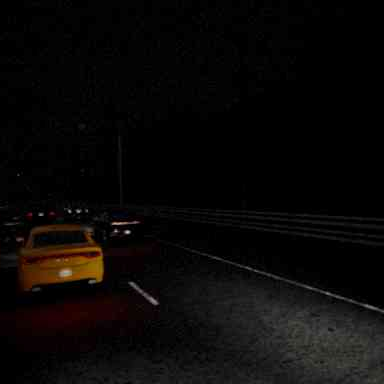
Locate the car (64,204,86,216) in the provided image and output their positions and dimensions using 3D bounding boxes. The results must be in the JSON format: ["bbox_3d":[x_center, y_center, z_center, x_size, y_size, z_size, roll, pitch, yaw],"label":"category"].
[{"bbox_3d":[-11.984,1.986,34.291,2.097,1.767,4.553,-1,-1,-26],"label":"car"}]

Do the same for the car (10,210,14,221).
[{"bbox_3d":[-21.348,2.451,37.469,1.837,1.490,4.892,-1,0,-25],"label":"car"}]

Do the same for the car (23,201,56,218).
[{"bbox_3d":[-12.120,1.790,26.547,2.150,2.045,5.566,-1,-1,-26],"label":"car"}]

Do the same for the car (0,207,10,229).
[{"bbox_3d":[-16.413,2.207,27.340,1.837,1.490,4.892,-1,0,-26],"label":"car"}]

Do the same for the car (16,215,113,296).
[{"bbox_3d":[-3.827,1.663,9.453,1.882,1.535,5.008,-1,-1,-26],"label":"car"}]

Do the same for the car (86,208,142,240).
[{"bbox_3d":[-4.152,1.757,18.144,2.128,1.511,4.902,-1,-1,-26],"label":"car"}]
